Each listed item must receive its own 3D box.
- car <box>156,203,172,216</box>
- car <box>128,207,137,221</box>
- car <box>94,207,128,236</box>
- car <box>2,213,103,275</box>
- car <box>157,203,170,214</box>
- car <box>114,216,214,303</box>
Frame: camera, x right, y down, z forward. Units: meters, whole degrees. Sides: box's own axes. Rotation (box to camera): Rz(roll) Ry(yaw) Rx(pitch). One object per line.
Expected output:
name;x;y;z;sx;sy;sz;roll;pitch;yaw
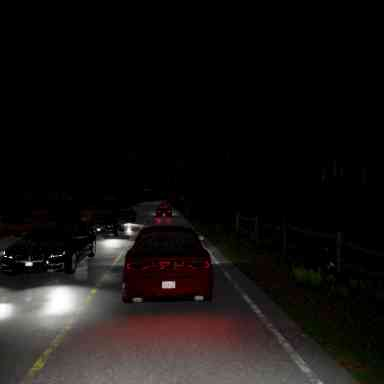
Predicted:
car;-3.351;2.286;39.561;1.895;1.301;4.718;0;-1;-5
car;-6.156;2.085;30.442;1.994;1.385;4.181;0;-1;-5
car;-5.303;1.849;20.562;1.837;1.490;4.892;0;-1;-5
car;-4.481;1.681;11.135;1.837;1.490;4.892;0;-1;-5
car;-4.220;2.367;49.496;1.837;1.490;4.892;0;-1;-5
car;-0.648;1.612;8.626;1.882;1.535;5.008;0;-1;-5
